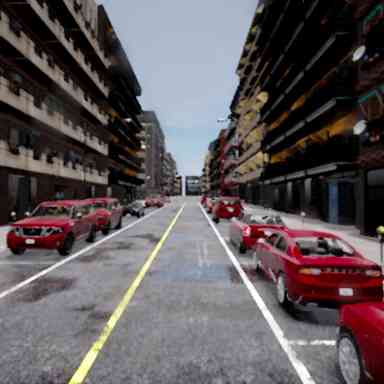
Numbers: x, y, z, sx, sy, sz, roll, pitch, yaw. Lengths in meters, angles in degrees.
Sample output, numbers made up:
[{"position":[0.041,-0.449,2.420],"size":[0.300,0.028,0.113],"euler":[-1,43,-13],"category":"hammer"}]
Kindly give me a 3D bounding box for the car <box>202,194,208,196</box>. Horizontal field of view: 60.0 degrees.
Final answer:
[{"position":[2.576,1.336,57.589],"size":[2.192,1.841,5.009],"euler":[1,0,0],"category":"car"}]

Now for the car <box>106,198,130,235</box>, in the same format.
[{"position":[-5.283,1.303,18.932],"size":[2.192,1.841,5.009],"euler":[1,0,0],"category":"car"}]

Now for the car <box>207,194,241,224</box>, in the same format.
[{"position":[2.564,1.301,24.400],"size":[2.192,1.841,5.009],"euler":[1,0,0],"category":"car"}]

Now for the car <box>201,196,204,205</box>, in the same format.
[{"position":[2.567,1.583,46.526],"size":[1.802,1.307,4.206],"euler":[1,0,0],"category":"car"}]

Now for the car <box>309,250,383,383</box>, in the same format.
[{"position":[2.585,1.542,2.277],"size":[1.887,1.381,4.507],"euler":[1,0,0],"category":"car"}]

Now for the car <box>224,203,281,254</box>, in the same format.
[{"position":[2.599,1.430,13.339],"size":[1.967,1.590,4.097],"euler":[1,0,0],"category":"car"}]

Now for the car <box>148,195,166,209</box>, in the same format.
[{"position":[-5.274,1.317,46.584],"size":[2.192,1.841,5.009],"euler":[1,0,0],"category":"car"}]

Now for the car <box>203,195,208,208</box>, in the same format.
[{"position":[2.565,1.430,35.464],"size":[1.967,1.590,4.097],"euler":[1,0,0],"category":"car"}]

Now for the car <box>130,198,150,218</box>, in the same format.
[{"position":[-5.286,1.553,29.995],"size":[1.947,1.339,4.313],"euler":[1,0,0],"category":"car"}]

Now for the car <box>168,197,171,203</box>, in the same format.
[{"position":[-5.272,1.630,68.709],"size":[1.802,1.307,4.206],"euler":[1,0,0],"category":"car"}]

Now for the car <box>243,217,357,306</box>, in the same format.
[{"position":[2.587,1.538,7.807],"size":[1.887,1.381,4.507],"euler":[1,0,0],"category":"car"}]

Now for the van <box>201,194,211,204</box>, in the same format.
[{"position":[2.578,1.375,63.121],"size":[1.690,1.788,3.998],"euler":[1,0,0],"category":"van"}]

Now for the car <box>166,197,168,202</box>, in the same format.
[{"position":[-5.277,1.555,52.116],"size":[1.887,1.381,4.507],"euler":[1,0,0],"category":"car"}]

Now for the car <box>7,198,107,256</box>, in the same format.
[{"position":[-5.286,1.305,13.402],"size":[2.192,1.841,5.009],"euler":[1,0,0],"category":"car"}]
